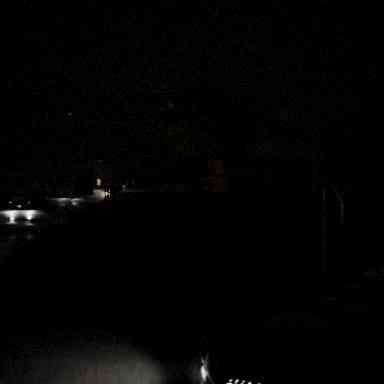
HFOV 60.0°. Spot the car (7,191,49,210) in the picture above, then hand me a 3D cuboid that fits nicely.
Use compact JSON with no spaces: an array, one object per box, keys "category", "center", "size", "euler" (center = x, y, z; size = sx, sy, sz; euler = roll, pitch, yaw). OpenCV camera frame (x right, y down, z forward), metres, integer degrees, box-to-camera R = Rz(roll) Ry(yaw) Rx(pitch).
[{"category":"car","center":[-13.263,0.590,27.315],"size":[2.033,1.411,5.357],"euler":[0,2,-9]}]

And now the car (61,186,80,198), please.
[{"category":"car","center":[-16.072,-0.013,44.244],"size":[1.837,1.490,4.892],"euler":[0,1,-9]}]

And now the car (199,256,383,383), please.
[{"category":"car","center":[2.513,1.512,3.639],"size":[4.892,1.490,1.837],"euler":[0,0,-10]}]
